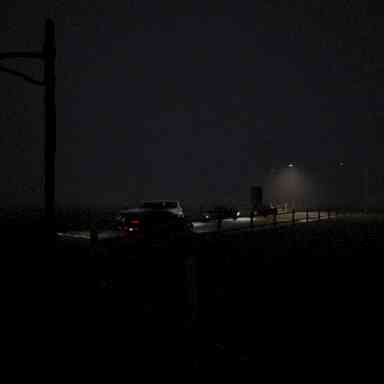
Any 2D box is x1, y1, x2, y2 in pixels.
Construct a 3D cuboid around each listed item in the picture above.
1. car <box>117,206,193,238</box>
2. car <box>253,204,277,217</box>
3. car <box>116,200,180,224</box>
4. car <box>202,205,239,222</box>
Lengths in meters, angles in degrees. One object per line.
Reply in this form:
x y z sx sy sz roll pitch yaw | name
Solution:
-1.848 1.816 19.860 1.837 1.490 4.892 0 -1 36 | car
8.877 2.266 40.777 2.128 1.511 4.902 0 -1 36 | car
-2.964 1.608 24.606 2.150 2.045 5.566 0 -1 36 | car
2.849 2.067 32.547 2.128 1.511 4.902 0 -1 36 | car
